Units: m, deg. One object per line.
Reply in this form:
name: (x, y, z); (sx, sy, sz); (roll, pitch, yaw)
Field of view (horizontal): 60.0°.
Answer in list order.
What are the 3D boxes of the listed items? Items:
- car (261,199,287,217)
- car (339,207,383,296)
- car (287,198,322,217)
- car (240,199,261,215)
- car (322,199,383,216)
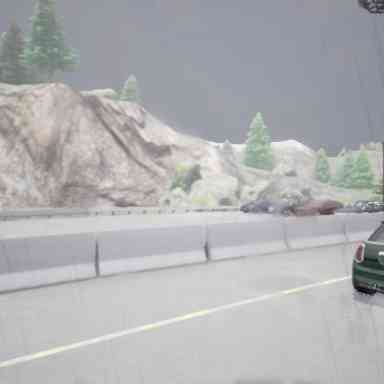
car: (8.904, 1.329, 29.272); (4.902, 1.511, 2.128); (0, 0, -26)
car: (5.592, 1.305, 7.235); (4.553, 1.767, 2.097); (0, 0, -32)
car: (10.220, 1.329, 26.020); (5.008, 1.535, 1.882); (0, 0, -26)
car: (6.704, 1.391, 32.063); (4.181, 1.385, 1.994); (0, 0, -27)
car: (11.711, 1.356, 22.853); (4.902, 1.511, 2.128); (0, 0, -26)
